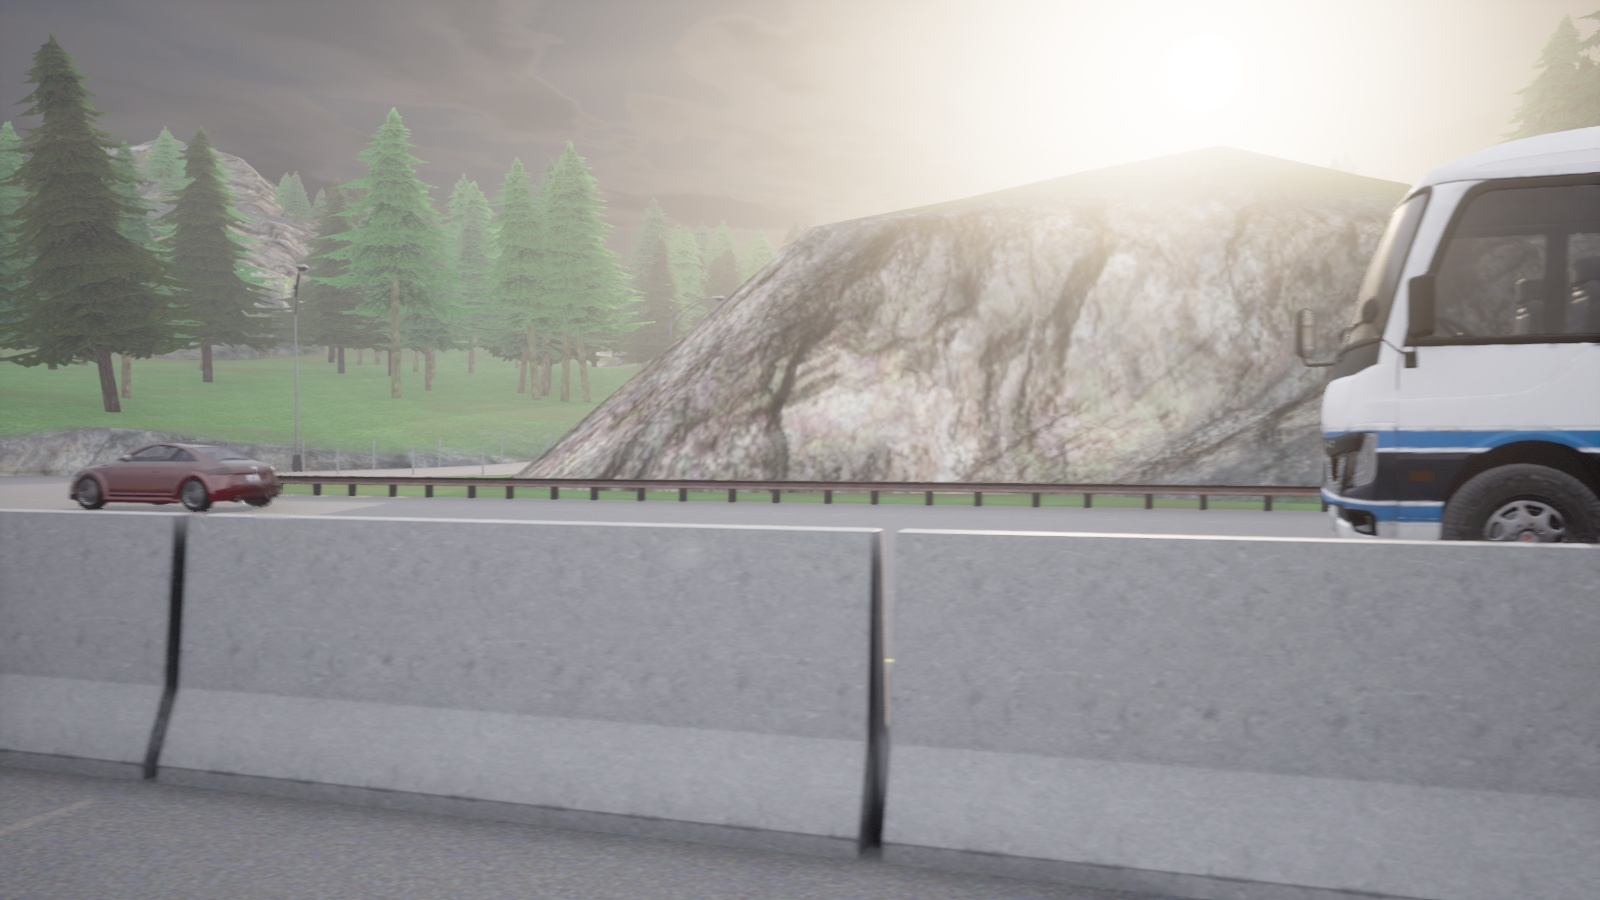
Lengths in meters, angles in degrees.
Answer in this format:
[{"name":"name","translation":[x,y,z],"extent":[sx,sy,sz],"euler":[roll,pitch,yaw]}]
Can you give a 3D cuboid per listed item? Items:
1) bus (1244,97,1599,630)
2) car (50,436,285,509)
[{"name":"bus","translation":[9.420,-0.692,11.081],"extent":[10.273,4.253,3.944],"euler":[1,1,19]},{"name":"car","translation":[-13.101,0.424,26.064],"extent":[4.181,1.385,1.994],"euler":[1,1,19]}]
